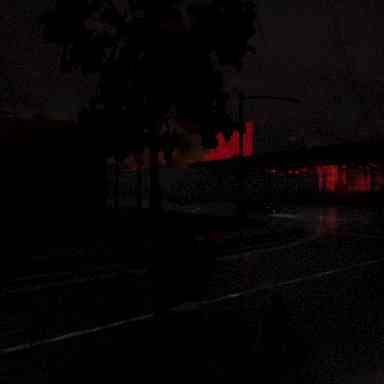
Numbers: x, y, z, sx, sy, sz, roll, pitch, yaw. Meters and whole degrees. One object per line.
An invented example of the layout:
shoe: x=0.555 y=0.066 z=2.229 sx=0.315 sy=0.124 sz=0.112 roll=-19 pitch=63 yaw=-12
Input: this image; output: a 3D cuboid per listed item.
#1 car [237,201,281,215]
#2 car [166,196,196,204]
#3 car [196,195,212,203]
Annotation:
car: x=6.915 y=1.601 z=34.615 sx=1.895 sy=1.301 sz=4.718 roll=0 pitch=0 yaw=-34
car: x=-1.912 y=1.195 z=47.891 sx=1.882 sy=1.535 sz=5.008 roll=0 pitch=0 yaw=-34
car: x=1.947 y=1.352 z=67.405 sx=2.097 sy=1.767 sz=4.553 roll=0 pitch=0 yaw=-34
